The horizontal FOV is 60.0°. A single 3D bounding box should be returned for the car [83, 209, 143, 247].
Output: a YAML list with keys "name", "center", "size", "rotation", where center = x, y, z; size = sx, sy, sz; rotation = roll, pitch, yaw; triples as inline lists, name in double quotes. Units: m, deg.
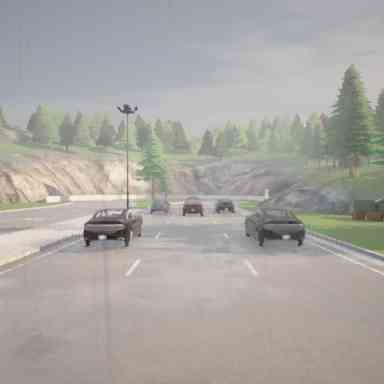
- name: "car"
  center: [-3.400, 1.491, 15.040]
  size: [2.128, 1.511, 4.902]
  rotation: [0, 0, 0]

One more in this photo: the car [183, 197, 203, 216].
- name: "car"
  center: [0.088, 1.478, 32.965]
  size: [1.882, 1.535, 5.008]
  rotation: [0, 0, 0]

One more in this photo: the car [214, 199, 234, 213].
- name: "car"
  center: [3.601, 1.505, 37.346]
  size: [1.837, 1.490, 4.892]
  rotation: [0, 0, 0]

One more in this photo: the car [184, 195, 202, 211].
- name: "car"
  center: [0.133, 1.353, 42.470]
  size: [2.097, 1.767, 4.553]
  rotation: [0, 0, 1]

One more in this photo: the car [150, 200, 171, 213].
- name: "car"
  center: [-3.399, 1.547, 36.305]
  size: [2.033, 1.411, 5.357]
  rotation: [0, 0, 0]

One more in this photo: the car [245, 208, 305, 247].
- name: "car"
  center: [3.600, 1.491, 15.118]
  size: [2.128, 1.511, 4.902]
  rotation: [0, 0, 0]
